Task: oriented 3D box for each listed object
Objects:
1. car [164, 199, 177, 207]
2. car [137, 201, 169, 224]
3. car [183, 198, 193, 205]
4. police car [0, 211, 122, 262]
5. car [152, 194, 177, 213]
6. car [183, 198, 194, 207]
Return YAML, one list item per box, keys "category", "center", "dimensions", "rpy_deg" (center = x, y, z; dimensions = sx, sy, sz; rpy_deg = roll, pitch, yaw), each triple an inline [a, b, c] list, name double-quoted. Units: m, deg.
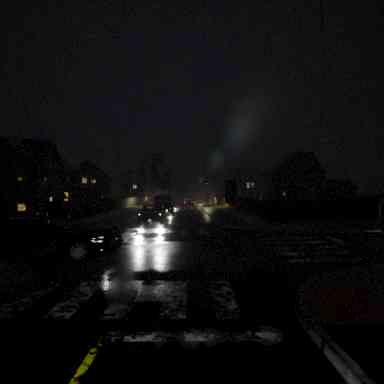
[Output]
- category: "car"
  center: [-3.414, 1.770, 54.421]
  dimensions: [1.895, 1.301, 4.718]
  rpy_deg: [0, 0, 0]
- category: "car"
  center: [-2.971, 1.632, 25.007]
  dimensions: [1.895, 1.301, 4.718]
  rpy_deg: [0, 0, -2]
- category: "car"
  center: [-0.821, 1.870, 66.900]
  dimensions: [1.895, 1.301, 4.718]
  rpy_deg: [0, 0, -2]
- category: "police car"
  center: [-5.152, 1.498, 11.539]
  dimensions: [5.238, 1.638, 1.930]
  rpy_deg: [-2, 1, 0]
- category: "car"
  center: [-3.188, 1.294, 37.618]
  dimensions: [2.150, 2.045, 5.566]
  rpy_deg: [0, 0, -1]
- category: "car"
  center: [-0.643, 1.787, 56.872]
  dimensions: [1.895, 1.301, 4.718]
  rpy_deg: [0, 0, -1]
